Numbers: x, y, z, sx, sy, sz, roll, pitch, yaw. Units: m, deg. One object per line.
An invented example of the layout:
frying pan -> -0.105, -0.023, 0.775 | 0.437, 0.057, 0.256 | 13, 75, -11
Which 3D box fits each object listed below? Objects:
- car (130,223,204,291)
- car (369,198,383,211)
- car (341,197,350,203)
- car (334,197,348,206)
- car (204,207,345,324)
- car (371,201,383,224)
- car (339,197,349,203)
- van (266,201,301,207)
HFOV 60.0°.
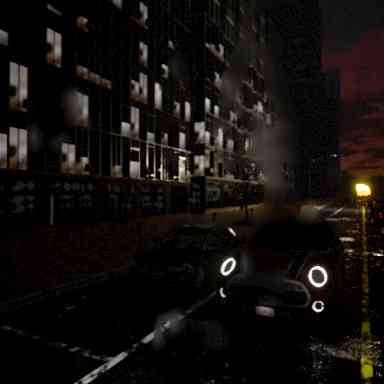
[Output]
car -> 0.078, 1.594, 9.198 | 2.008, 1.369, 4.403 | 0, 0, 27
car -> 21.413, 1.746, 37.920 | 1.837, 1.490, 4.892 | 0, 0, 28
car -> 39.267, 2.000, 85.063 | 1.947, 1.339, 4.313 | 0, 0, 27
car -> 28.817, 1.894, 64.832 | 1.887, 1.381, 4.507 | 0, 0, 27
car -> 2.230, 1.398, 7.512 | 2.097, 1.767, 4.553 | 0, 0, 27
car -> 15.226, 1.699, 25.936 | 1.812, 1.442, 4.674 | 0, 0, 27
car -> 36.655, 1.958, 80.006 | 1.887, 1.381, 4.507 | 0, 0, 27
van -> 5.304, 1.450, 19.314 | 1.690, 1.788, 3.998 | 0, 0, 27
